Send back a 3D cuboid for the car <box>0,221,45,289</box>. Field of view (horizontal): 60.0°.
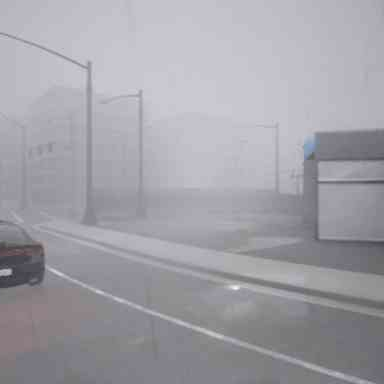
[{"bbox_3d":[-5.402,1.468,8.604,1.882,1.535,5.008,0,0,-41],"label":"car"}]
